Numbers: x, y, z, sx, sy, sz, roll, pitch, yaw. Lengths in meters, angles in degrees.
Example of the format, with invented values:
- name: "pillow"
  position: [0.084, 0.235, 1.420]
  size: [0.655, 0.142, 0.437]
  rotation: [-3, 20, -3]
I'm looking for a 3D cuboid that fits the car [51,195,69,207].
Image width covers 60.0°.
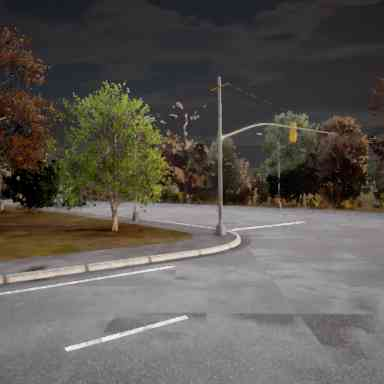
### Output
- name: "car"
  position: [-21.218, 1.193, 50.902]
  size: [2.150, 2.045, 5.566]
  rotation: [-1, 0, -39]

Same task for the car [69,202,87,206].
- name: "car"
  position: [-18.479, 1.542, 53.088]
  size: [1.895, 1.301, 4.718]
  rotation: [-1, 0, -39]
